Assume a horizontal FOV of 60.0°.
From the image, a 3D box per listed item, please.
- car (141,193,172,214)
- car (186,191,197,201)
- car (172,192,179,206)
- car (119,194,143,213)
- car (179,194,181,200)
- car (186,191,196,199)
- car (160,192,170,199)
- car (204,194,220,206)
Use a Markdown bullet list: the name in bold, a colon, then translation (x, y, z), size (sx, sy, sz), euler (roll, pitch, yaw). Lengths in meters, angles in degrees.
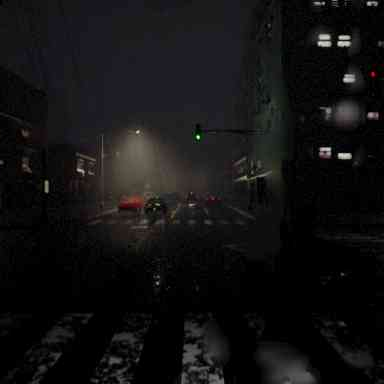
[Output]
- **car**: translation (-3.163, 1.165, 30.408), size (1.837, 1.490, 4.892), euler (0, 1, 0)
- **car**: translation (-0.143, 0.884, 59.583), size (2.033, 1.411, 5.357), euler (0, 1, 0)
- **car**: translation (-3.181, 0.985, 44.151), size (1.882, 1.535, 5.008), euler (0, 1, 0)
- **car**: translation (-5.829, 1.188, 31.901), size (1.887, 1.381, 4.507), euler (1, 1, 0)
- **car**: translation (-3.157, 0.806, 63.906), size (1.837, 1.490, 4.892), euler (0, 0, 0)
- **car**: translation (-0.168, 0.594, 70.007), size (2.033, 1.411, 5.357), euler (0, 1, 0)
- **car**: translation (-5.849, 0.785, 71.702), size (1.802, 1.307, 4.206), euler (1, 1, 0)
- **car**: translation (2.601, 0.957, 43.349), size (1.967, 1.590, 4.097), euler (1, 1, 0)
